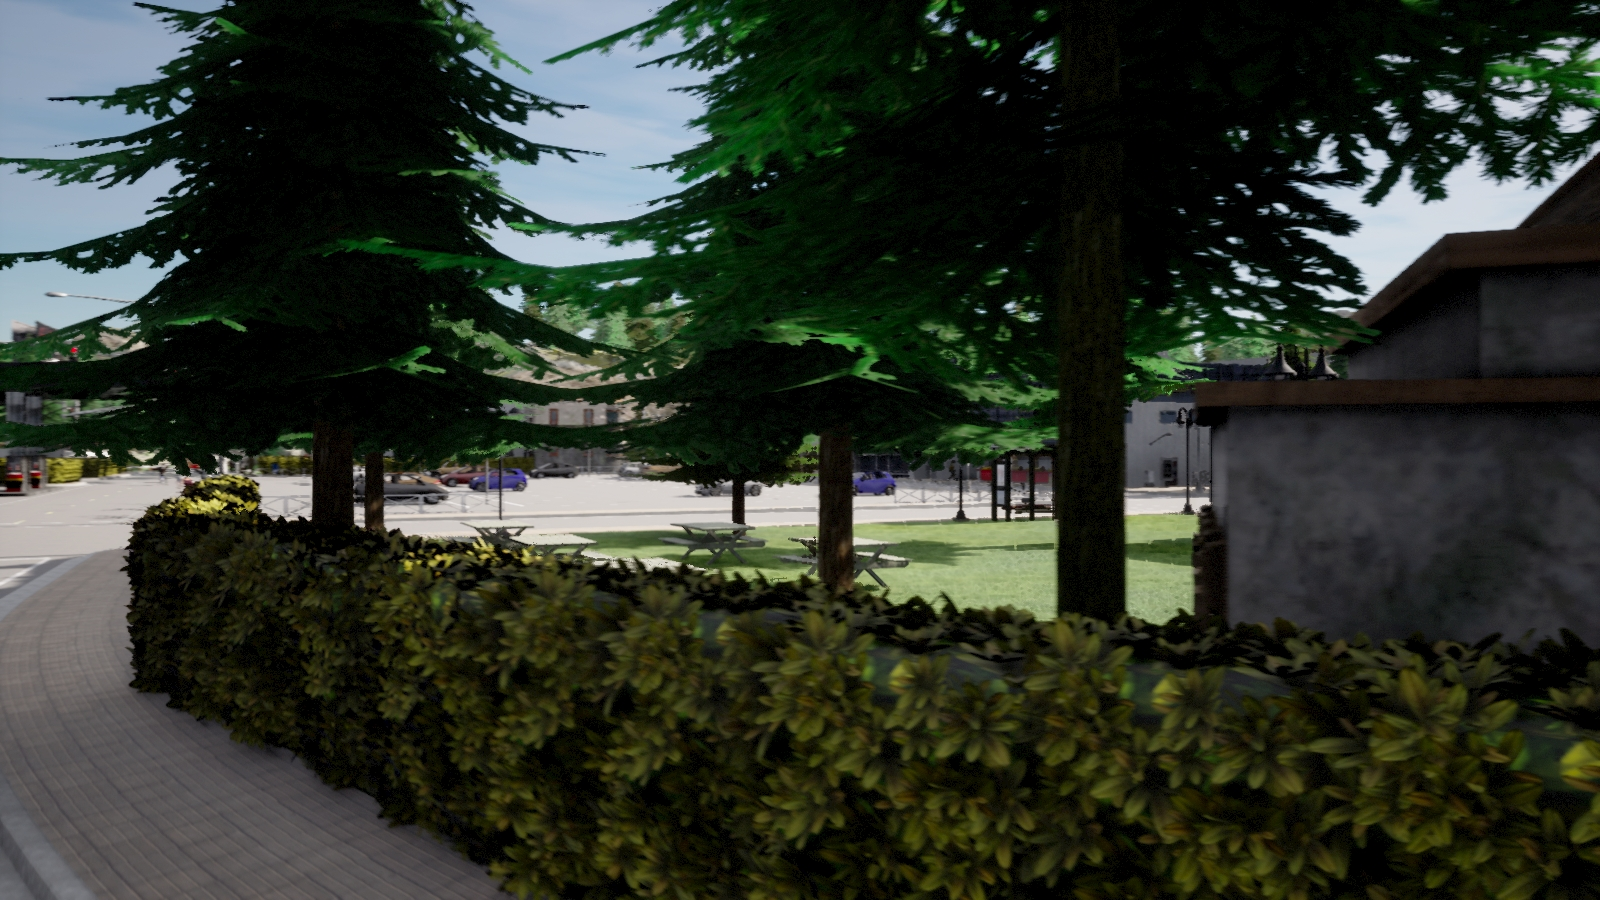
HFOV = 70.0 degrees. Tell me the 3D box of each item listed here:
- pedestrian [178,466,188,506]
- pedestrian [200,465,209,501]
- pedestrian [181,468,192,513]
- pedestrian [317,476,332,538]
[{"bbox_3d":[-29.504,1.720,54.641,0.375,1.860,0.375,0,0,-27],"label":"pedestrian"},{"bbox_3d":[-31.379,1.722,60.230,0.375,1.860,0.375,0,0,-24],"label":"pedestrian"},{"bbox_3d":[-25.991,1.717,48.422,0.375,1.860,0.375,0,0,-32],"label":"pedestrian"},{"bbox_3d":[-14.365,1.713,34.524,0.375,1.860,0.375,0,0,-30],"label":"pedestrian"}]
